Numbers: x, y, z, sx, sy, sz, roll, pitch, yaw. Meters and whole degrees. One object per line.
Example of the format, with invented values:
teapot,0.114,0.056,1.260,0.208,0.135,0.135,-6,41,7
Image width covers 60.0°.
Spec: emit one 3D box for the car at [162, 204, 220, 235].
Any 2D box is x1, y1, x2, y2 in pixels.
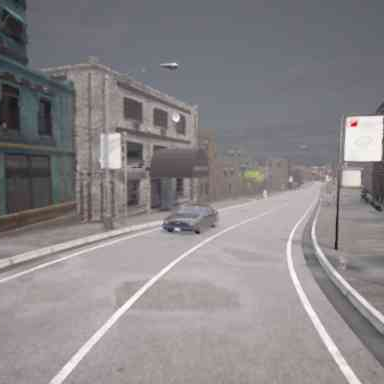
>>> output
car,0.147,1.397,18.553,2.033,1.411,5.357,2,1,19
